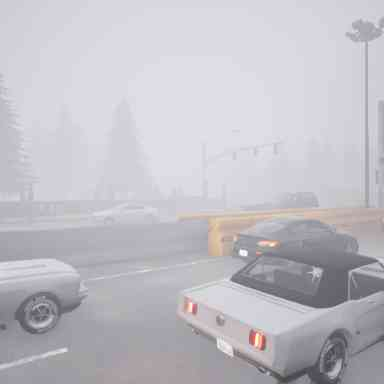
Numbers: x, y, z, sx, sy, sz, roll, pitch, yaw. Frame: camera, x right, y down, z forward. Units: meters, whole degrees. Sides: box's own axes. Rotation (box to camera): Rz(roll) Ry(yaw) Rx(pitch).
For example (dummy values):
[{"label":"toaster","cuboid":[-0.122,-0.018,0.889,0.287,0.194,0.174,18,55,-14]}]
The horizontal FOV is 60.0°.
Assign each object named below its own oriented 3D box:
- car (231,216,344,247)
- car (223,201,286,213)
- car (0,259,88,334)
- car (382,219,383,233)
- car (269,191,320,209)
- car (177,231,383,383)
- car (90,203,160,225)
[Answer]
[{"label":"car","cuboid":[3.276,1.474,10.352,4.674,1.442,1.812,-1,0,-35]},{"label":"car","cuboid":[2.919,1.439,18.880,4.674,1.442,1.812,0,0,-35]},{"label":"car","cuboid":[-4.140,1.601,5.092,4.718,1.301,1.895,0,0,-35]},{"label":"car","cuboid":[10.661,1.408,15.598,4.674,1.442,1.812,-1,0,-36]},{"label":"car","cuboid":[7.862,0.986,26.561,5.566,2.045,2.150,-1,0,-35]},{"label":"car","cuboid":[2.212,1.577,5.310,4.718,1.301,1.895,-1,0,-35]},{"label":"car","cuboid":[-4.397,1.468,22.297,4.674,1.442,1.812,0,0,-35]}]
